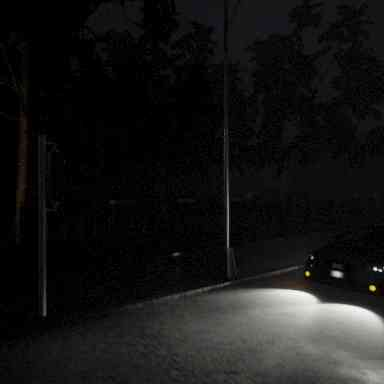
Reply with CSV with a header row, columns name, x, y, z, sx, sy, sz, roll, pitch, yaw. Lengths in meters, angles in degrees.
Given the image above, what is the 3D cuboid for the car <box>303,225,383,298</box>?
name,x,y,z,sx,sy,sz,roll,pitch,yaw
car,4.637,1.548,8.231,4.181,1.385,1.994,0,0,-38
